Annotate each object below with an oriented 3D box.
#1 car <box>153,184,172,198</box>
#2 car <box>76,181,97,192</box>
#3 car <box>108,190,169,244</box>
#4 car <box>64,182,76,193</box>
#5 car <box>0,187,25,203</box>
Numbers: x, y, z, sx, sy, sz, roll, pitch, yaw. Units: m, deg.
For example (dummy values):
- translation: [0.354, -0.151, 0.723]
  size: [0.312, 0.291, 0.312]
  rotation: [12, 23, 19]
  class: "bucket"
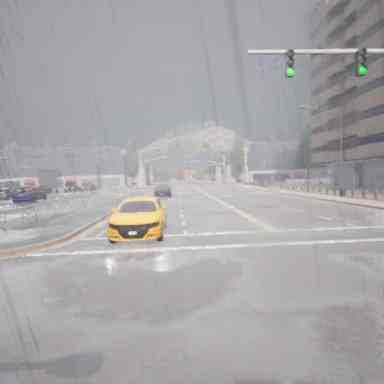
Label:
- translation: [-3.314, -0.138, 37.613]
  size: [1.882, 1.535, 5.008]
  rotation: [-2, 3, -3]
  class: "car"
- translation: [-18.503, -0.973, 59.352]
  size: [1.932, 1.855, 4.605]
  rotation: [-2, 3, -3]
  class: "car"
- translation: [-2.061, 0.953, 13.283]
  size: [1.882, 1.535, 5.008]
  rotation: [-2, 3, -3]
  class: "car"
- translation: [-21.395, -0.873, 59.273]
  size: [1.905, 1.878, 3.866]
  rotation: [-2, 3, -3]
  class: "car"
- translation: [-23.253, 0.233, 41.728]
  size: [1.970, 1.475, 3.806]
  rotation: [-2, 3, -3]
  class: "car"
